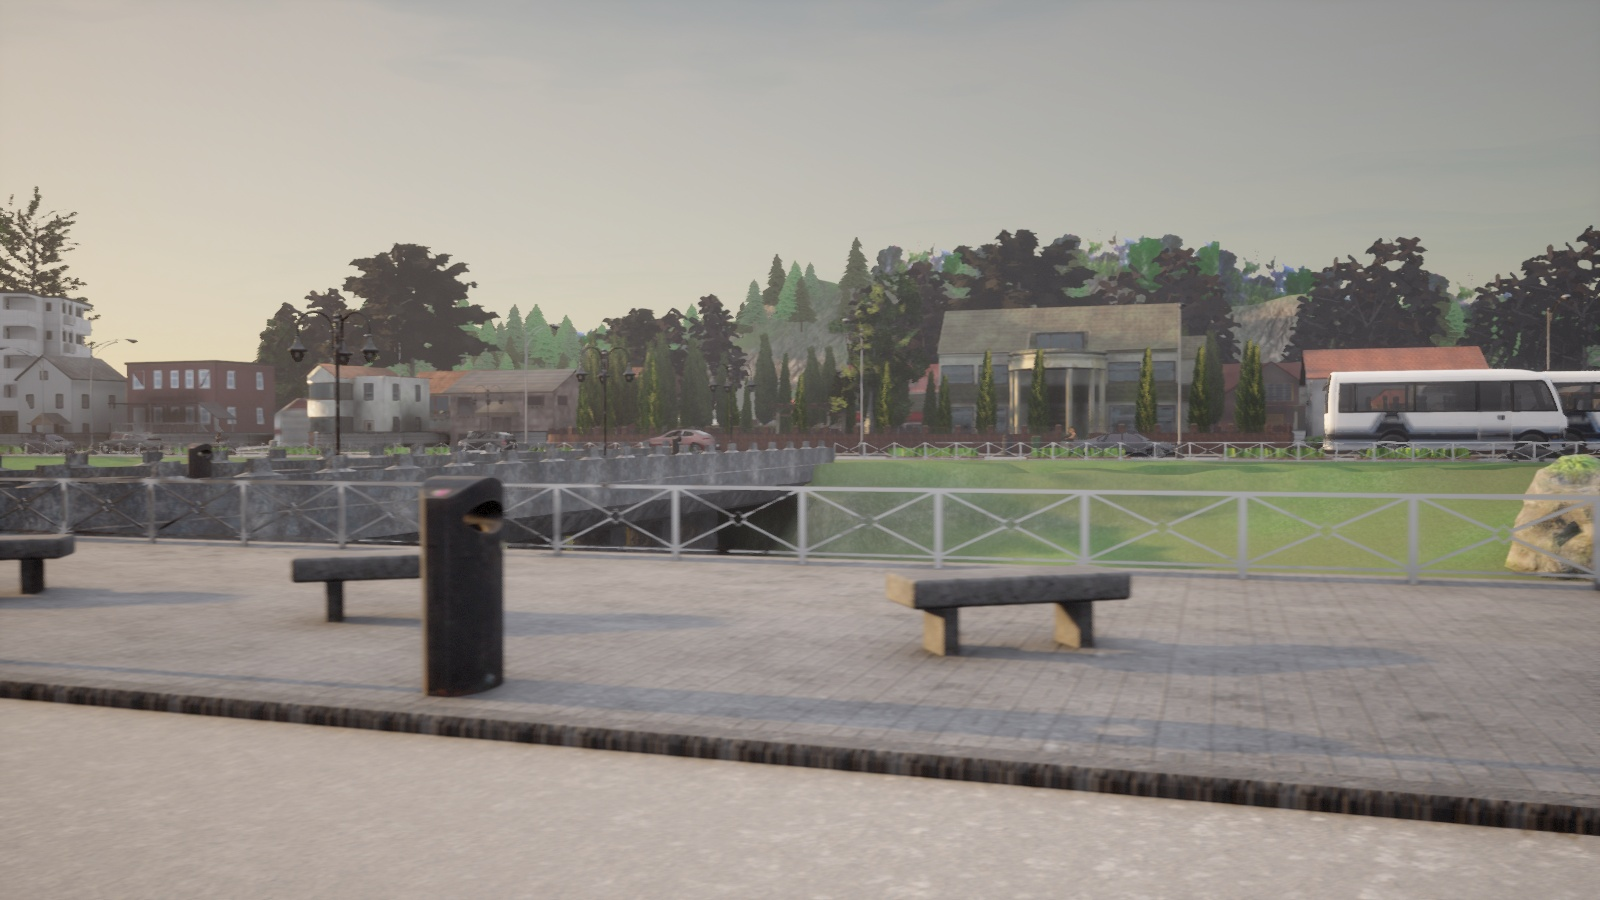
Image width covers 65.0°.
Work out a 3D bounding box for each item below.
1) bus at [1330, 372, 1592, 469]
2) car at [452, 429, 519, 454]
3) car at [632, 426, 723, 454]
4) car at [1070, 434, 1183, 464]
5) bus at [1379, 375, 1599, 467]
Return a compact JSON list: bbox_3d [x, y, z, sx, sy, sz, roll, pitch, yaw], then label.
[{"bbox_3d":[30.436,-1.372,58.532,10.273,4.253,3.944,1,1,19],"label":"bus"},{"bbox_3d":[-19.950,-0.546,79.687,3.705,1.549,1.789,1,1,19],"label":"car"},{"bbox_3d":[-7.337,-0.630,75.450,5.027,1.651,2.152,1,1,19],"label":"car"},{"bbox_3d":[16.437,-0.076,63.249,5.357,1.411,2.033,1,1,19],"label":"car"},{"bbox_3d":[34.205,-1.405,61.483,10.273,4.253,3.944,1,1,19],"label":"bus"}]
